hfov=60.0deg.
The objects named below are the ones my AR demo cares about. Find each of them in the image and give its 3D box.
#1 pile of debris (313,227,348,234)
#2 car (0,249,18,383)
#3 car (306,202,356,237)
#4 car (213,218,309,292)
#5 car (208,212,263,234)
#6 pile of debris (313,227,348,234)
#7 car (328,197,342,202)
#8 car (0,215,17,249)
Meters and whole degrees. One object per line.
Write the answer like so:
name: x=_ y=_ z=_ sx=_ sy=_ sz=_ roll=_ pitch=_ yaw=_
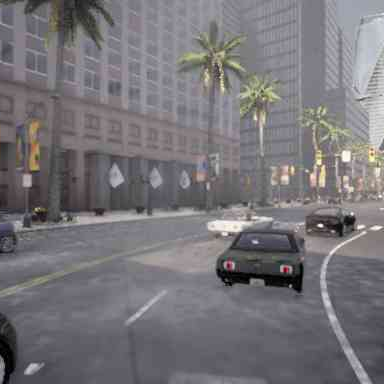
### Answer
pile of debris: x=8.222 y=2.284 z=19.758 sx=1.500 sy=0.140 sz=1.860 roll=0 pitch=0 yaw=37
car: x=-3.049 y=1.529 z=1.952 sx=1.837 sy=1.490 sz=4.892 roll=0 pitch=0 yaw=3
car: x=8.018 y=1.578 z=19.032 sx=1.882 sy=1.535 sz=5.008 roll=0 pitch=0 yaw=36
car: x=2.144 y=1.657 z=9.223 sx=1.895 sy=1.301 sz=4.718 roll=0 pitch=0 yaw=19
car: x=2.763 y=1.708 z=17.678 sx=1.895 sy=1.301 sz=4.718 roll=0 pitch=0 yaw=33
pile of debris: x=8.222 y=2.284 z=19.758 sx=1.500 sy=0.140 sz=1.860 roll=0 pitch=0 yaw=37
car: x=31.050 y=1.897 z=72.244 sx=2.161 sy=1.482 sz=4.786 roll=0 pitch=0 yaw=37
car: x=-8.388 y=1.442 z=11.241 sx=2.097 sy=1.767 sz=4.553 roll=0 pitch=0 yaw=19
